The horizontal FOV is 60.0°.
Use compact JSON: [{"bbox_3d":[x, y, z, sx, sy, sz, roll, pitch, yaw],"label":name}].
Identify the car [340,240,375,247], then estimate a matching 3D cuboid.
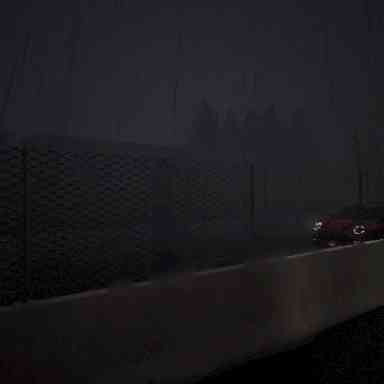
[{"bbox_3d":[6.832,1.312,13.312,4.553,1.767,2.097,0,0,-37],"label":"car"}]
